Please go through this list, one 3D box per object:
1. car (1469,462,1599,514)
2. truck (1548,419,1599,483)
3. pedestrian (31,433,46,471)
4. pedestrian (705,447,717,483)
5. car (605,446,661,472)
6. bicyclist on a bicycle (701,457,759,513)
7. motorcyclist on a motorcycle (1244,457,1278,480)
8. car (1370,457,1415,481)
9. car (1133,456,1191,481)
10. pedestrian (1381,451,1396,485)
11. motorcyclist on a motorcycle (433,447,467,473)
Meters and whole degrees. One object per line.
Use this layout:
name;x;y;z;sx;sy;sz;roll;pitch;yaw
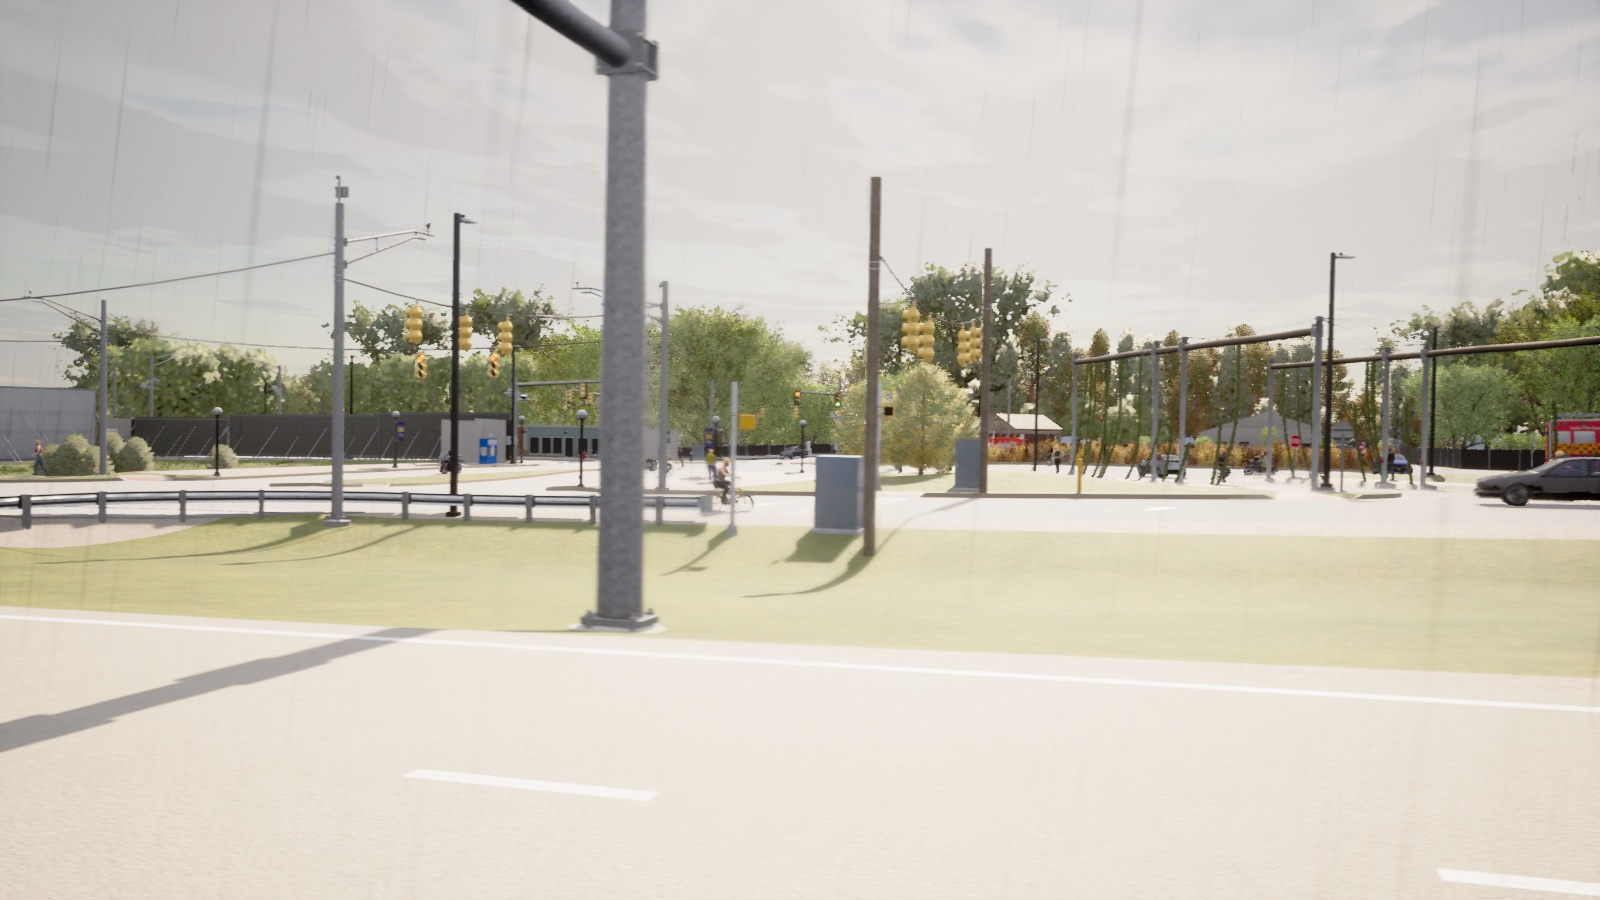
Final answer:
car;22.305;1.074;36.042;5.357;1.411;2.033;0;1;24
truck;49.861;0.090;75.093;8.468;3.827;2.891;0;0;23
pedestrian;-37.765;0.106;62.267;0.594;1.836;0.345;1;2;-29
pedestrian;-4.695;0.786;66.200;0.354;1.836;0.706;2;1;16
car;-11.302;0.605;85.207;2.033;1.649;4.856;1;0;15
bicyclist on a bicycle;-2.052;1.011;36.840;1.509;1.612;0.866;0;1;18
motorcyclist on a motorcycle;31.942;1.270;87.073;2.191;1.530;0.866;0;1;19
car;40.100;1.288;85.087;1.882;1.535;5.008;0;0;16
car;23.964;1.201;83.274;2.007;1.525;4.514;1;1;-7
pedestrian;32.243;0.971;68.825;0.376;1.854;0.720;1;1;-9
motorcyclist on a motorcycle;-21.063;0.580;75.648;0.866;1.530;2.191;1;1;18
